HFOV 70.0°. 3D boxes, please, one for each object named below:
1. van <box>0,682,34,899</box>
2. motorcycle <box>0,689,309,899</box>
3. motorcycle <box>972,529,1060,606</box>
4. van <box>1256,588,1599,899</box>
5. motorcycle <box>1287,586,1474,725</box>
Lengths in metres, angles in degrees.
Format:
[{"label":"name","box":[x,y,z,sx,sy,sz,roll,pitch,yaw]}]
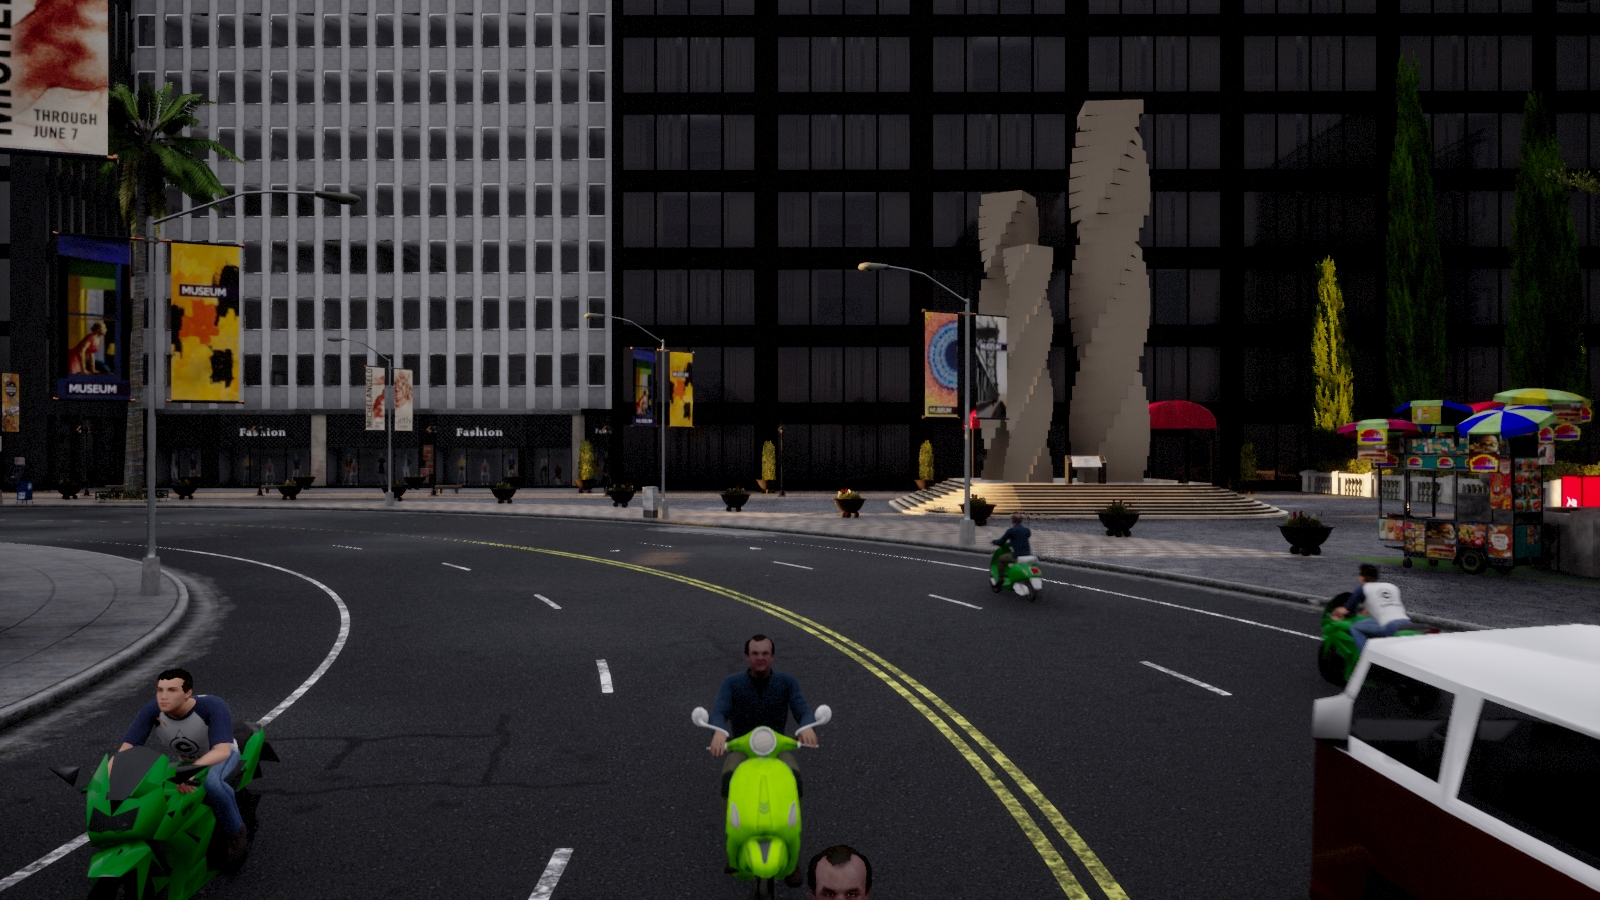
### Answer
[{"label":"van","box":[-3.531,1.783,1.506,2.069,2.038,4.480,0,0,-1]},{"label":"motorcycle","box":[-3.697,2.213,6.785,0.803,1.145,2.033,0,0,-4]},{"label":"motorcycle","box":[4.041,2.182,21.501,0.856,1.236,1.805,0,0,-18]},{"label":"van","box":[3.566,1.782,4.068,2.069,2.038,4.480,0,0,0]},{"label":"motorcycle","box":[6.359,2.213,12.673,0.803,1.145,2.033,-1,0,-9]}]
